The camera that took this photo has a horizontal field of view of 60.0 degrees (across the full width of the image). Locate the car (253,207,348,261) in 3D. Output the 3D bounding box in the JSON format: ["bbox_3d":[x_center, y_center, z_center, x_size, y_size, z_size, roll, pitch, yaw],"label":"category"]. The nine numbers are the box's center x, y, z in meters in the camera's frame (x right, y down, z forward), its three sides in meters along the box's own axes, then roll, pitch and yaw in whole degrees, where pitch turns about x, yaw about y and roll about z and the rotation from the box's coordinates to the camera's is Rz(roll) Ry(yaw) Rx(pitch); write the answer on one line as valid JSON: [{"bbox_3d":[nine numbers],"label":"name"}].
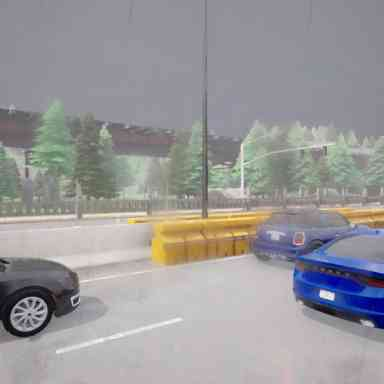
[{"bbox_3d":[4.185,1.352,11.037,4.553,1.767,2.097,0,0,-36],"label":"car"}]

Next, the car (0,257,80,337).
[{"bbox_3d":[-4.235,1.505,5.025,4.892,1.490,1.837,0,0,-35],"label":"car"}]

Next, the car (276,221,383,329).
[{"bbox_3d":[4.147,1.478,6.709,5.008,1.535,1.882,0,0,-36],"label":"car"}]
